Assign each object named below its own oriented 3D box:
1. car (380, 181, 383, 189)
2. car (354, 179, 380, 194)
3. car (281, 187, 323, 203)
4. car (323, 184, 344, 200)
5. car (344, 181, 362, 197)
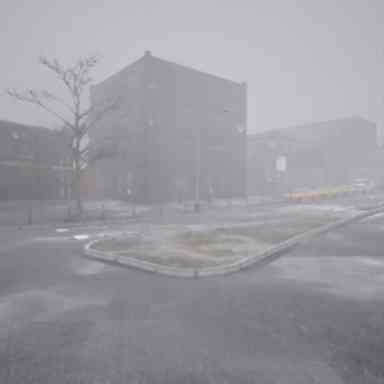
[{"bbox_3d":[32.369,-1.079,54.987,4.792,1.488,2.163,-4,3,-42],"label":"car"},{"bbox_3d":[24.209,-0.805,47.541,5.566,2.045,2.435,-4,3,-42],"label":"car"},{"bbox_3d":[11.765,0.290,36.220,5.366,1.575,1.946,-4,3,-42],"label":"car"},{"bbox_3d":[15.849,0.010,39.928,5.366,1.575,1.946,-4,3,-42],"label":"car"},{"bbox_3d":[19.927,-0.266,43.645,5.366,1.575,1.946,-4,3,-42],"label":"car"}]
